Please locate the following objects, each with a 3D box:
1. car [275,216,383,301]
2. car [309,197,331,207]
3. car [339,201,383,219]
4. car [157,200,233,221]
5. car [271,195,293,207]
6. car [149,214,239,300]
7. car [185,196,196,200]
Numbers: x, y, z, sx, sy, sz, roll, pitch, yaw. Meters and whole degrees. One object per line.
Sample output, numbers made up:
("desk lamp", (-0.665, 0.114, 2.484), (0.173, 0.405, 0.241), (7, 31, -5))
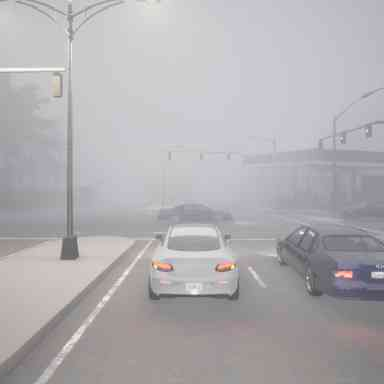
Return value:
("car", (3.515, 1.545, 8.524), (2.033, 1.411, 5.357), (0, 0, 3))
("car", (18.651, 1.433, 48.642), (1.970, 1.475, 3.806), (0, 0, 0))
("car", (14.761, 1.523, 27.708), (4.674, 1.442, 1.812), (0, 0, -1))
("car", (0.217, 1.518, 23.828), (5.357, 1.411, 2.033), (0, 0, 0))
("car", (12.911, 1.261, 47.843), (2.242, 1.667, 4.611), (0, 0, 0))
("car", (0.036, 1.516, 8.218), (1.812, 1.442, 4.674), (0, 0, 0))
("car", (-0.242, 1.451, 56.833), (1.812, 1.442, 4.674), (0, 0, 0))
